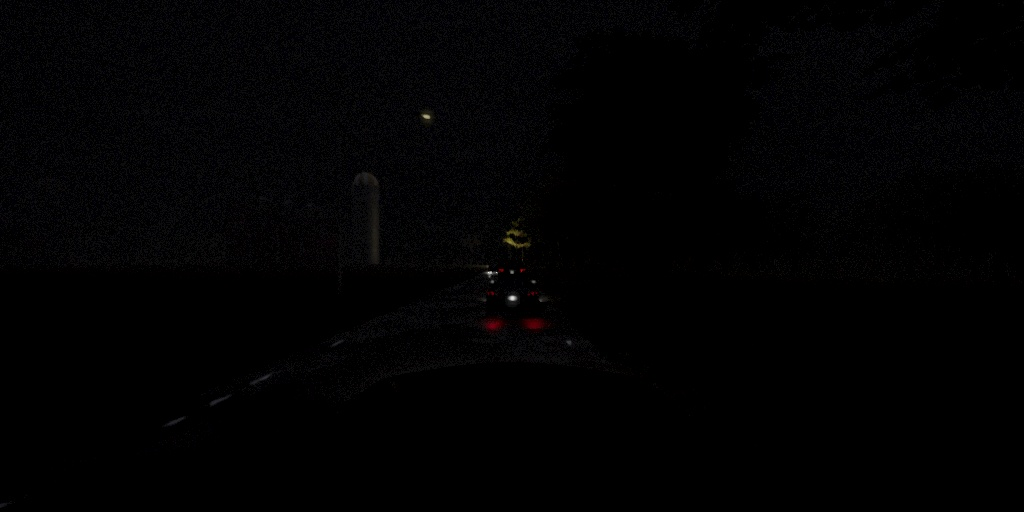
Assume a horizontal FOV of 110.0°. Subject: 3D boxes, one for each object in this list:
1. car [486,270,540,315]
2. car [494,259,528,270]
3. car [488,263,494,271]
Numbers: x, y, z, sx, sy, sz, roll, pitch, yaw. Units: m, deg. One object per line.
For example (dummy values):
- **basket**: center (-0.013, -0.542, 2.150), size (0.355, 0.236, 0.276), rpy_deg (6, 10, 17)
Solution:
- **car**: center (0.043, 1.444, 14.355), size (1.994, 1.385, 4.181), rpy_deg (0, -1, 1)
- **car**: center (0.024, 1.254, 28.058), size (2.150, 2.045, 5.566), rpy_deg (0, 0, 1)
- **car**: center (-2.870, 1.904, 59.849), size (1.837, 1.490, 4.892), rpy_deg (0, 0, 0)
